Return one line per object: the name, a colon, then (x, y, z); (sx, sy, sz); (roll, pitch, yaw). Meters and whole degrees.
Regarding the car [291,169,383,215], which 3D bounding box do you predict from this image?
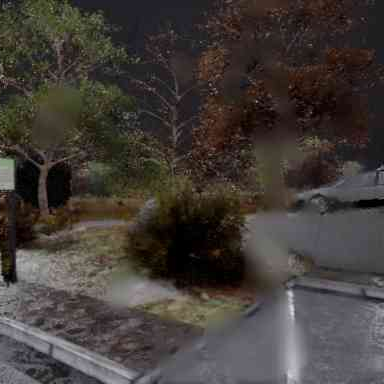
car: (6.165, -0.036, 11.151); (5.357, 1.411, 2.033); (-5, -3, 34)
